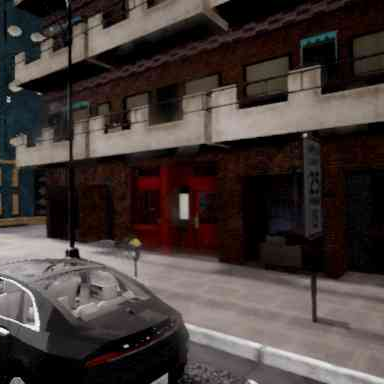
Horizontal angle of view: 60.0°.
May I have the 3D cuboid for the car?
[{"bbox_3d":[-2.087,1.569,4.376,4.403,1.369,2.008,0,-1,36],"label":"car"}]
